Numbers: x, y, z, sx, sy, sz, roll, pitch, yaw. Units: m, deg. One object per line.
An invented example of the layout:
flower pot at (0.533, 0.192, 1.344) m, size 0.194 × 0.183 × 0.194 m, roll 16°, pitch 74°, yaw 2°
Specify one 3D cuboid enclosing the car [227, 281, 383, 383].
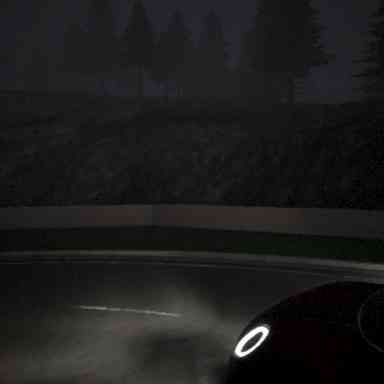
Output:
car at (2.443, 1.248, 2.231) m, size 4.553 × 1.767 × 2.097 m, roll 0°, pitch 2°, yaw 40°
